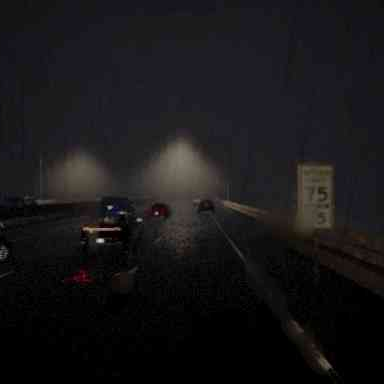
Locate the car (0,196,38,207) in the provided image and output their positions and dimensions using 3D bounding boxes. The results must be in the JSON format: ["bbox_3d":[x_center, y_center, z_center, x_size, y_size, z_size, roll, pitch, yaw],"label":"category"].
[{"bbox_3d":[-17.260,1.436,32.631,2.150,2.045,5.566,0,0,1],"label":"car"}]

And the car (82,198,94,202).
[{"bbox_3d":[-22.894,2.036,73.568,2.128,1.511,4.902,0,0,2],"label":"car"}]

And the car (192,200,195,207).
[{"bbox_3d":[1.042,2.020,58.942,1.895,1.301,4.718,0,0,2],"label":"car"}]

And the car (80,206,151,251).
[{"bbox_3d":[-3.320,1.585,14.524,2.128,1.511,4.902,0,0,1],"label":"car"}]

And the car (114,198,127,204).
[{"bbox_3d":[-15.867,1.975,74.051,1.994,1.385,4.181,0,0,2],"label":"car"}]

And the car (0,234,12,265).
[{"bbox_3d":[-6.861,1.561,9.054,1.837,1.490,4.892,0,0,0],"label":"car"}]

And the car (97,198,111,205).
[{"bbox_3d":[-19.397,2.033,73.414,1.812,1.442,4.674,0,0,2],"label":"car"}]

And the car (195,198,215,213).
[{"bbox_3d":[1.744,1.633,41.049,2.097,1.767,4.553,0,0,1],"label":"car"}]

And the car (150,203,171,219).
[{"bbox_3d":[-3.078,1.737,31.692,1.812,1.442,4.674,0,0,1],"label":"car"}]

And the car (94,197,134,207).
[{"bbox_3d":[-6.617,1.418,29.746,2.150,2.045,5.566,0,0,1],"label":"car"}]

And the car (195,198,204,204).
[{"bbox_3d":[1.685,1.962,75.224,1.895,1.301,4.718,0,-1,3],"label":"car"}]
